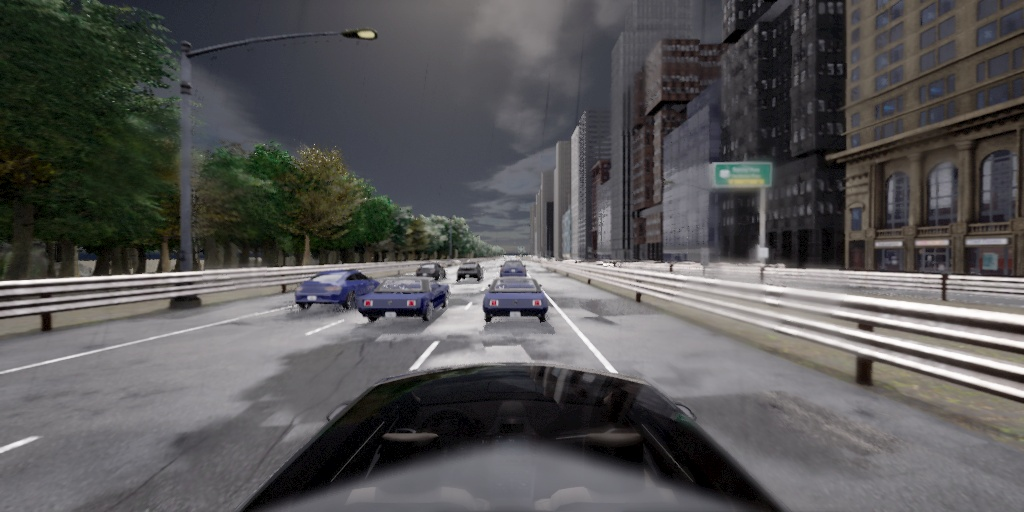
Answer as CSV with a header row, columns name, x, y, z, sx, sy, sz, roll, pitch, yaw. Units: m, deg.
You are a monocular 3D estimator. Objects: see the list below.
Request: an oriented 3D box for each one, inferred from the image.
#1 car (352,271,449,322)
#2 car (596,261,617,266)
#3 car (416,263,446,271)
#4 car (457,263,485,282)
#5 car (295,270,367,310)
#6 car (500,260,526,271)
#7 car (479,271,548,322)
name,x,y,z,sx,sy,sz,roll,pitch,yaw
car,-3.399,1.362,12.285,1.895,1.301,4.718,0,0,0
car,14.622,1.497,55.997,1.994,1.385,4.181,0,0,-18
car,-6.900,1.313,30.715,1.812,1.442,4.674,0,0,0
car,-3.397,1.290,29.800,1.837,1.490,4.892,0,0,0
car,-6.899,1.290,14.671,1.812,1.442,4.674,0,0,0
car,0.103,1.137,29.425,2.097,1.767,4.553,0,0,0
car,0.100,1.362,12.345,1.895,1.301,4.718,0,0,0
